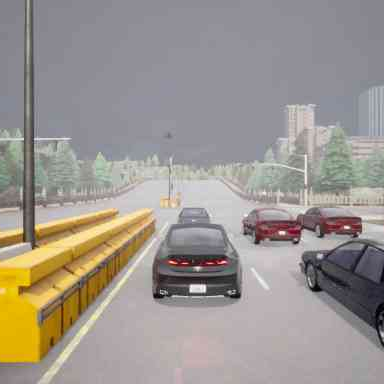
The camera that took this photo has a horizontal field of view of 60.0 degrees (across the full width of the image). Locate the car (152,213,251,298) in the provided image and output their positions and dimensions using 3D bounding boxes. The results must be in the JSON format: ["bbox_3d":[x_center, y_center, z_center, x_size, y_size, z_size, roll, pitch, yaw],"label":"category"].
[{"bbox_3d":[0.101,1.505,8.461,1.837,1.490,4.892,0,0,0],"label":"car"}]

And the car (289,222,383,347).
[{"bbox_3d":[3.594,1.547,5.904,2.033,1.411,5.357,0,0,0],"label":"car"}]

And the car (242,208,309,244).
[{"bbox_3d":[3.598,1.478,15.729,1.882,1.535,5.008,0,0,0],"label":"car"}]

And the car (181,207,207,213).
[{"bbox_3d":[0.097,1.547,18.192,2.033,1.411,5.357,0,0,0],"label":"car"}]

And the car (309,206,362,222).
[{"bbox_3d":[7.097,1.478,17.716,1.882,1.535,5.008,0,0,0],"label":"car"}]
